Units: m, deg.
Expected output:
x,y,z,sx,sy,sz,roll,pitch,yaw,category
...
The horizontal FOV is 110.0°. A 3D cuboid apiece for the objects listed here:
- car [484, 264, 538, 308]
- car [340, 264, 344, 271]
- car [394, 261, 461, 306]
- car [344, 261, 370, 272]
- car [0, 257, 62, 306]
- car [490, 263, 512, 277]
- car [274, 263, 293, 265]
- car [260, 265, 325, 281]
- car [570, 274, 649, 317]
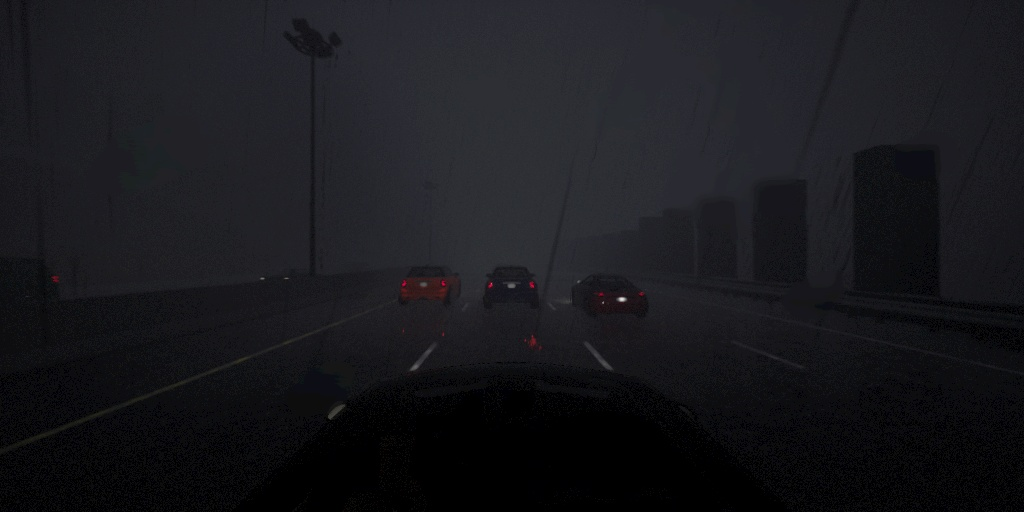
x,y,z,sx,sy,sz,roll,pitch,yaw,category
-0.072,1.172,15.685,2.097,1.767,4.553,0,0,-1,car
-25.292,1.585,56.058,2.033,1.411,5.357,0,0,-12,car
-3.594,1.178,16.488,2.097,1.767,4.553,0,0,-1,car
-20.186,1.495,47.573,1.837,1.490,4.892,0,0,-8,car
-17.676,1.029,10.818,2.150,2.045,5.566,0,-1,-1,car
-1.236,1.501,38.676,1.994,1.385,4.181,0,0,-6,car
-26.344,1.489,41.148,1.812,1.442,4.674,0,0,-7,car
-14.522,1.471,23.952,1.895,1.301,4.718,0,0,-2,car
3.469,1.371,13.457,1.994,1.385,4.181,0,0,-1,car
